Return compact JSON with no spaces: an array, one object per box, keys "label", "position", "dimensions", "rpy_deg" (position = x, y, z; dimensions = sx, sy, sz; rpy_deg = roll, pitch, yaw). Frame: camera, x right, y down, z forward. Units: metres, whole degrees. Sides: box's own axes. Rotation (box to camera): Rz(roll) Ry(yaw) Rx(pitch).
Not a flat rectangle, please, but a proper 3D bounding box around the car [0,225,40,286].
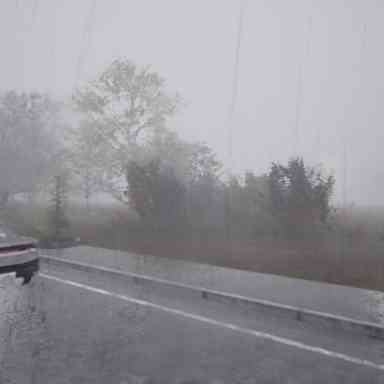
[{"label":"car","position":[-5.693,1.494,8.185],"dimensions":[4.902,1.511,2.128],"rpy_deg":[0,0,36]}]
